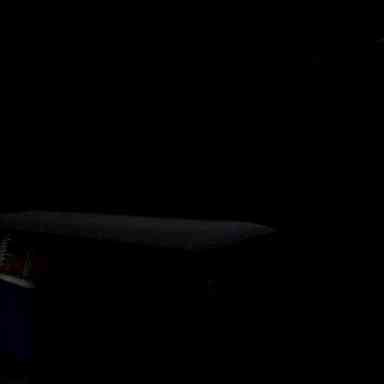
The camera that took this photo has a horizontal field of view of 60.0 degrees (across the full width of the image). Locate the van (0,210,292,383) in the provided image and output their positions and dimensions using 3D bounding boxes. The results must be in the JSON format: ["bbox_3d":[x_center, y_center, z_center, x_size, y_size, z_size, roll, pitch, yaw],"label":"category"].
[{"bbox_3d":[-1.186,1.254,4.091,4.442,1.987,1.878,0,0,35],"label":"van"}]
